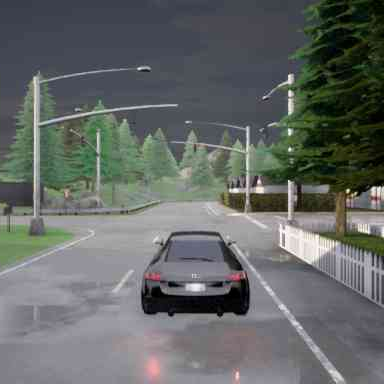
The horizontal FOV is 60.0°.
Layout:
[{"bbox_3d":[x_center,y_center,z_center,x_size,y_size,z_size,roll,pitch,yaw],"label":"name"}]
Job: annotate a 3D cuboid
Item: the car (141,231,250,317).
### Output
[{"bbox_3d":[0.077,1.563,7.565,1.994,1.385,4.181,0,0,1],"label":"car"}]
